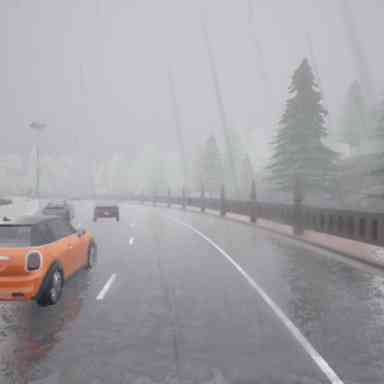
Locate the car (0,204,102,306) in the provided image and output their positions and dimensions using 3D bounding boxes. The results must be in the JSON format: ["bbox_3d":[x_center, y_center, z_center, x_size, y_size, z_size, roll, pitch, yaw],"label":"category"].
[{"bbox_3d":[-3.810,1.331,8.096,2.097,1.767,4.553,0,0,-4],"label":"car"}]

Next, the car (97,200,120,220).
[{"bbox_3d":[-6.878,1.406,26.820,1.882,1.535,5.008,0,0,-14],"label":"car"}]

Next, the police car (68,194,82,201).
[{"bbox_3d":[-26.156,1.233,73.488,1.930,1.638,5.238,0,0,-41],"label":"police car"}]

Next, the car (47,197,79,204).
[{"bbox_3d":[-10.092,1.426,25.246,2.128,1.511,4.902,0,0,-14],"label":"car"}]
